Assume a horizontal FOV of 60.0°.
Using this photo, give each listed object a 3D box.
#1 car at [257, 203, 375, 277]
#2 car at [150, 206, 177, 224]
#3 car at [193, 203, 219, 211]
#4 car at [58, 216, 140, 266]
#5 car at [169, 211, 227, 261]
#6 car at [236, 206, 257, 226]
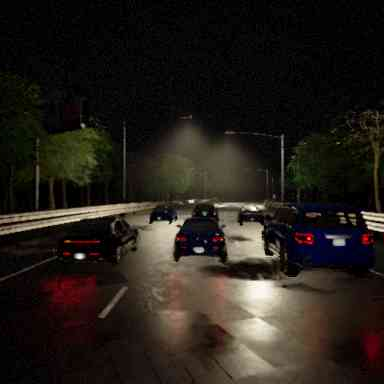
[{"bbox_3d":[3.748,1.360,10.880,2.150,2.045,5.566,0,0,3],"label":"car"},{"bbox_3d":[-2.324,1.869,27.839,1.812,1.442,4.674,0,0,5],"label":"car"},{"bbox_3d":[1.099,1.685,26.805,2.097,1.767,4.553,0,-1,5],"label":"car"},{"bbox_3d":[-3.192,1.655,12.200,1.837,1.490,4.892,0,0,3],"label":"car"},{"bbox_3d":[0.340,1.684,12.827,1.812,1.442,4.674,0,0,3],"label":"car"},{"bbox_3d":[4.598,1.826,26.667,2.128,1.511,4.902,0,-1,5],"label":"car"}]
